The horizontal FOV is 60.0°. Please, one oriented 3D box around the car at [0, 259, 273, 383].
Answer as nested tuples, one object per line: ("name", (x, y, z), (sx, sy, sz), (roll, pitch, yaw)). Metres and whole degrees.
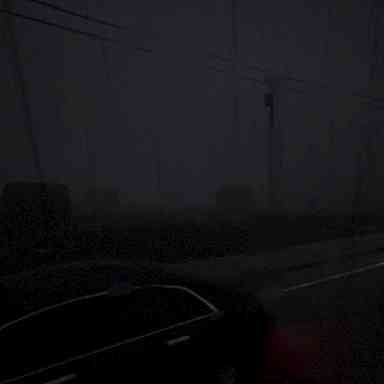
("car", (-1.365, 1.503, 3.012), (4.892, 1.490, 1.837), (0, 0, -35))
